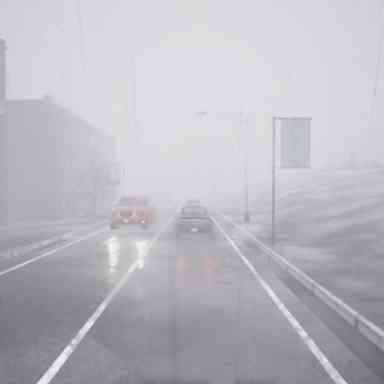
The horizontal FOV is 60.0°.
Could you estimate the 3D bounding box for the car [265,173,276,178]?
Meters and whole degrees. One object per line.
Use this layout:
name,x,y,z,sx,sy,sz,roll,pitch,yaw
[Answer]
car,21.536,-4.310,87.549,2.185,1.767,4.553,0,1,-1

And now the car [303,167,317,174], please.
car,22.475,-3.775,60.015,2.097,1.535,5.008,0,1,-4

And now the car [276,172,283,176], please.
car,21.769,-4.053,76.612,2.231,1.521,4.892,0,1,-1

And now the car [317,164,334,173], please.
car,22.940,-3.799,54.509,2.185,1.767,4.553,0,1,-5

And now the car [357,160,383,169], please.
car,24.257,-3.428,43.344,2.002,1.452,4.674,0,1,-7

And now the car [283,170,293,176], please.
car,21.894,-3.974,71.094,2.231,1.521,4.892,0,1,-1

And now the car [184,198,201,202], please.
car,0.120,1.488,40.834,2.128,1.511,4.902,0,0,0

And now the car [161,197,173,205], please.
car,-4.762,1.758,62.945,2.128,1.511,4.902,0,-1,-10

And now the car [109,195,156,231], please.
car,-3.595,1.214,21.041,2.150,2.045,5.566,0,0,1

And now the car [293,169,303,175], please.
car,22.125,-3.837,65.552,2.002,1.452,4.674,0,1,-2

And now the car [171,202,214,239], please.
car,0.109,1.485,17.335,2.128,1.511,4.902,0,0,0

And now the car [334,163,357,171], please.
car,23.558,-3.539,48.818,2.163,1.488,4.792,0,1,-6
